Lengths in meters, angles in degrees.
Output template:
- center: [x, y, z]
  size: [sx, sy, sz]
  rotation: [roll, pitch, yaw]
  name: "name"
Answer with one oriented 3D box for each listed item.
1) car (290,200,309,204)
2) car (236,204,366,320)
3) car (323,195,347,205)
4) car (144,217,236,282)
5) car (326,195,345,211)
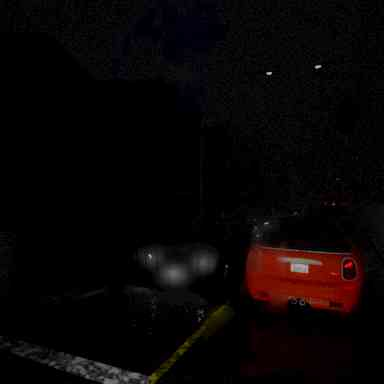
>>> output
- center: [9.685, 1.513, 30.176]
  size: [1.837, 1.490, 4.892]
  rotation: [1, 1, 24]
  name: "car"
- center: [2.734, 1.335, 7.711]
  size: [2.097, 1.767, 4.553]
  rotation: [1, 0, 24]
  name: "car"
- center: [14.970, 1.314, 34.927]
  size: [2.150, 2.045, 5.566]
  rotation: [1, 0, 25]
  name: "car"
- center: [0.676, 1.497, 10.097]
  size: [2.033, 1.411, 5.357]
  rotation: [1, 0, 24]
  name: "car"
- center: [19.213, 1.391, 44.501]
  size: [2.150, 2.045, 5.566]
  rotation: [1, 0, 24]
  name: "car"
